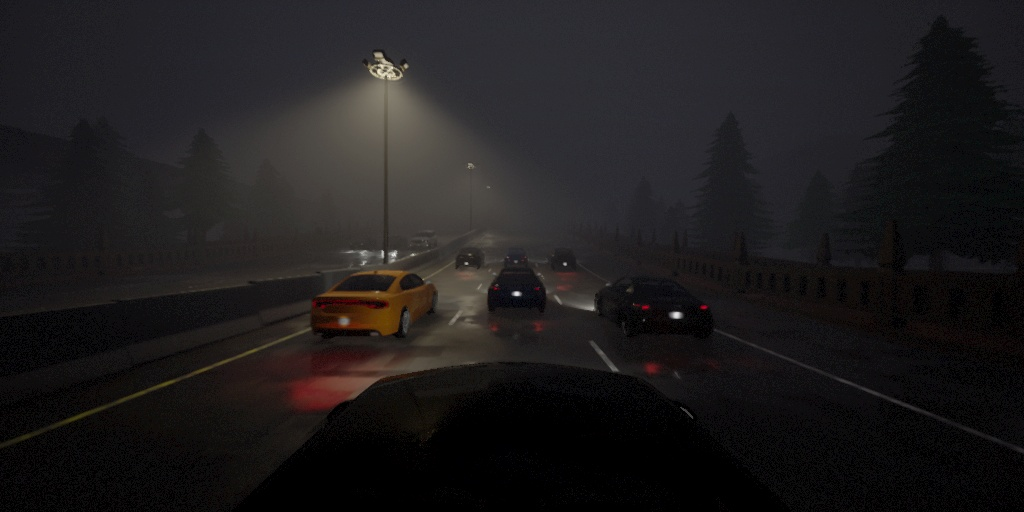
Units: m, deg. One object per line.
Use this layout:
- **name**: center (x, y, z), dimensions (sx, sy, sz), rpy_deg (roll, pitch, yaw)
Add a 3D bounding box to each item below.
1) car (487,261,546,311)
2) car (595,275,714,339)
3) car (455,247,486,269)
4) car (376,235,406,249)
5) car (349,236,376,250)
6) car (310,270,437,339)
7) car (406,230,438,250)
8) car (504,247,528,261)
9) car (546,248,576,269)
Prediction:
- **car**: center (0.171, 1.093, 13.331), dimensions (1.994, 1.385, 4.181), rpy_deg (0, 2, 1)
- **car**: center (3.630, 1.219, 9.872), dimensions (1.994, 1.385, 4.181), rpy_deg (0, 1, 1)
- **car**: center (-3.205, 0.048, 27.887), dimensions (1.837, 1.490, 4.892), rpy_deg (0, 6, 1)
- **car**: center (-13.747, -1.703, 42.331), dimensions (2.128, 1.511, 4.902), rpy_deg (0, 7, 1)
- **car**: center (-17.250, -1.634, 41.947), dimensions (1.812, 1.442, 4.674), rpy_deg (0, 7, 1)
- **car**: center (-3.374, 1.100, 9.749), dimensions (1.882, 1.535, 5.008), rpy_deg (0, 2, 1)
- **car**: center (-10.249, -1.930, 42.096), dimensions (2.150, 2.045, 5.566), rpy_deg (0, 7, 1)
- **car**: center (0.305, 0.000, 28.722), dimensions (1.812, 1.442, 4.674), rpy_deg (0, 6, 1)
- **car**: center (3.794, 0.085, 27.812), dimensions (1.837, 1.490, 4.892), rpy_deg (0, 6, 1)
